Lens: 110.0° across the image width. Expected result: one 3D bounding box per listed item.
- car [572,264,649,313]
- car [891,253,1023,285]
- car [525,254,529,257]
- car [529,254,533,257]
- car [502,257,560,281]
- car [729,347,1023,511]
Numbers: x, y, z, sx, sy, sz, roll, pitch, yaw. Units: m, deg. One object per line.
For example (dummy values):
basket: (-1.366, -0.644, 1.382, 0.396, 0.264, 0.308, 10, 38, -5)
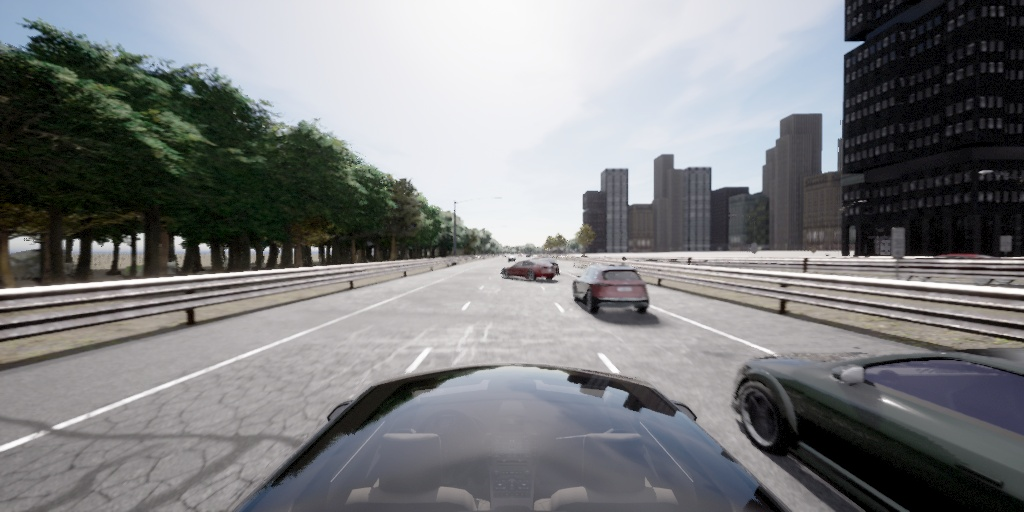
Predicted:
car: (3.507, 1.084, 13.419, 2.033, 1.649, 4.856, 0, 0, 0)
car: (24.357, 0.625, 19.783, 1.882, 1.535, 5.008, 0, 0, -14)
car: (3.522, 0.757, 57.417, 2.033, 1.411, 5.357, 0, 1, 0)
car: (3.518, 0.780, 46.606, 1.801, 1.575, 5.366, 0, 1, 0)
car: (1.188, 1.029, 27.346, 2.163, 1.488, 4.792, 0, 1, -39)
car: (3.503, 1.308, 2.420, 1.994, 1.385, 4.181, 0, 0, 0)
